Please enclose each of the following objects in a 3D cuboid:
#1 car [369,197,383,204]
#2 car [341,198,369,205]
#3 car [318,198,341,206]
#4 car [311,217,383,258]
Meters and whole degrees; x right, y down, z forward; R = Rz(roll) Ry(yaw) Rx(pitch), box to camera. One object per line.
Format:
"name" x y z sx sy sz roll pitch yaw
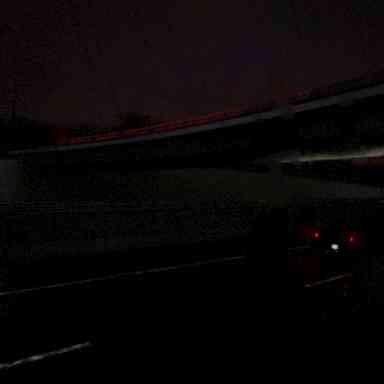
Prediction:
"car" 22.629 1.271 37.259 5.566 2.045 2.150 0 0 -35
"car" 20.474 1.555 40.019 4.892 1.490 1.837 0 0 -35
"car" 18.216 1.527 42.707 5.008 1.535 1.882 0 0 -35
"car" 6.776 1.607 12.860 4.718 1.301 1.895 0 0 -35
